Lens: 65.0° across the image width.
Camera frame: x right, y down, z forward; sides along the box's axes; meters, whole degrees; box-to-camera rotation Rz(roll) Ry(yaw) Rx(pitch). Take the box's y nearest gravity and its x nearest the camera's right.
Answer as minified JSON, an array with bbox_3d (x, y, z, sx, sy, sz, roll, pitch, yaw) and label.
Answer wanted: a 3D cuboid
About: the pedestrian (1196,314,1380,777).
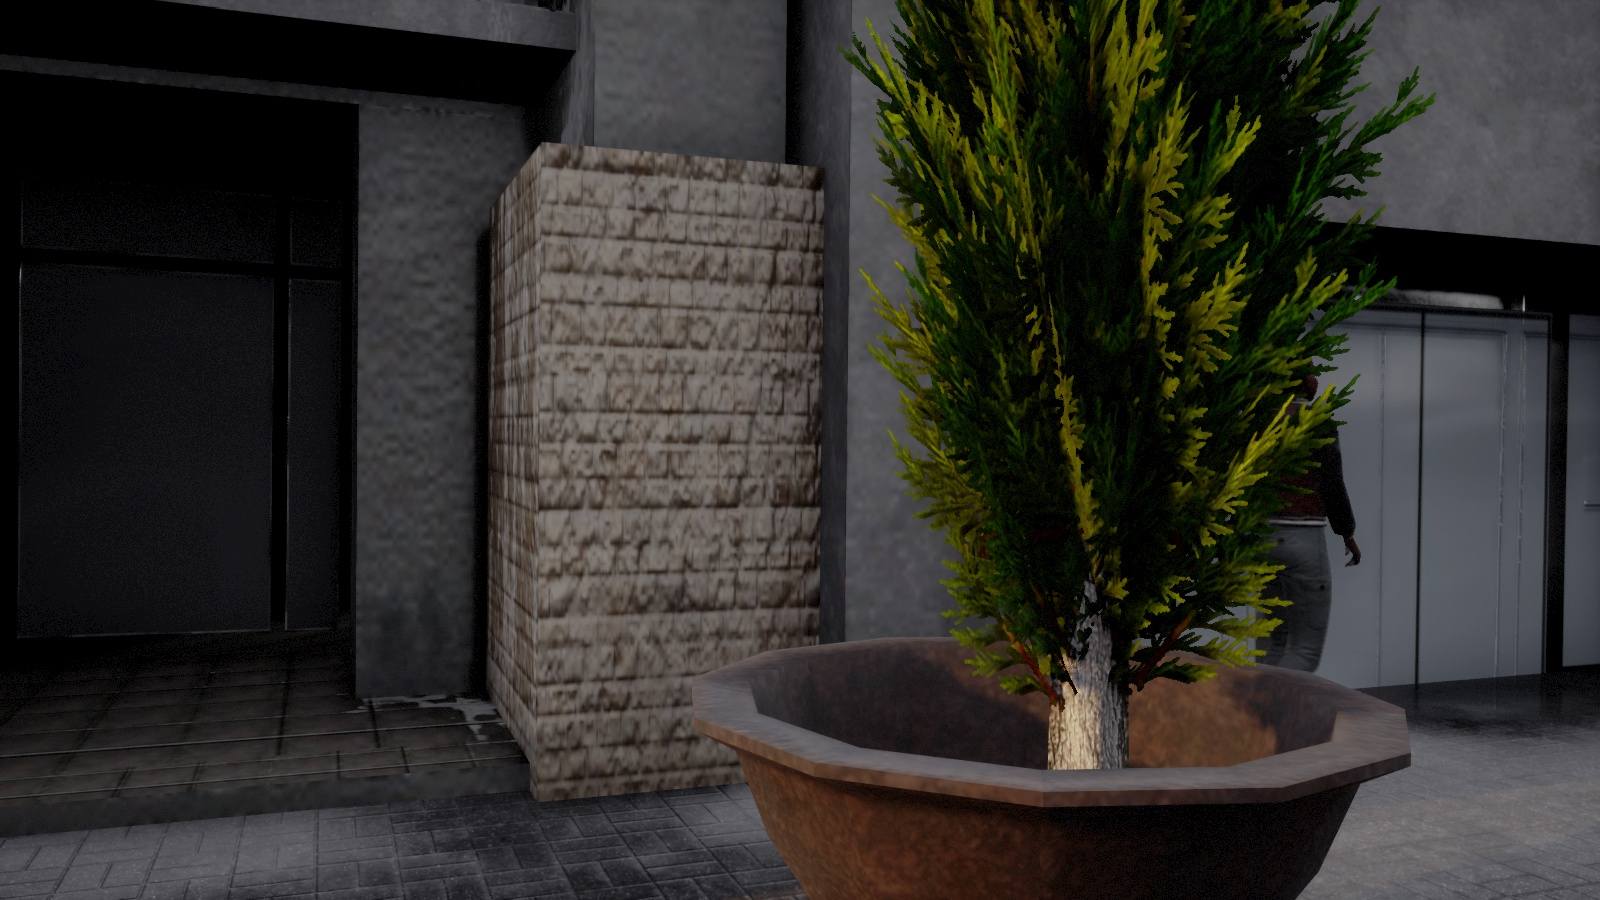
[{"bbox_3d":[2.156,0.393,5.551,0.666,1.930,0.402,-1,1,-26],"label":"pedestrian"}]
